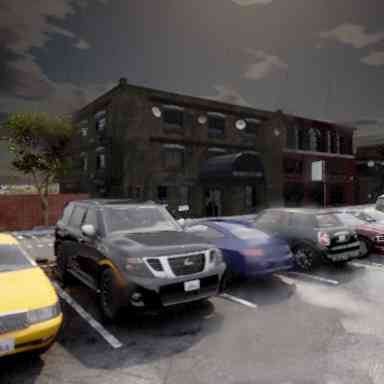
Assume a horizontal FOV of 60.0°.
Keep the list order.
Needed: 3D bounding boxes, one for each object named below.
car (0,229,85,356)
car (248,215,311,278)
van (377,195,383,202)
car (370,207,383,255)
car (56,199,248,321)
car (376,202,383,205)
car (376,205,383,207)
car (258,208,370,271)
[{"bbox_3d":[-3.807,1.476,6.043,1.946,1.575,5.366,0,0,-36],"label":"car"},{"bbox_3d":[0.685,1.490,9.476,2.002,1.452,4.674,0,0,-36],"label":"car"},{"bbox_3d":[12.359,1.119,17.675,1.878,1.987,4.442,-1,1,-36],"label":"van"},{"bbox_3d":[5.279,1.421,12.767,2.097,1.535,5.008,0,0,-36],"label":"car"},{"bbox_3d":[-1.600,1.213,7.812,2.435,2.045,5.566,0,0,-36],"label":"car"},{"bbox_3d":[9.890,1.427,16.051,2.002,1.452,4.674,0,0,-36],"label":"car"},{"bbox_3d":[7.580,1.447,14.408,2.002,1.452,4.674,0,0,-36],"label":"car"},{"bbox_3d":[3.001,1.310,11.095,2.185,1.767,4.553,0,0,-36],"label":"car"}]
